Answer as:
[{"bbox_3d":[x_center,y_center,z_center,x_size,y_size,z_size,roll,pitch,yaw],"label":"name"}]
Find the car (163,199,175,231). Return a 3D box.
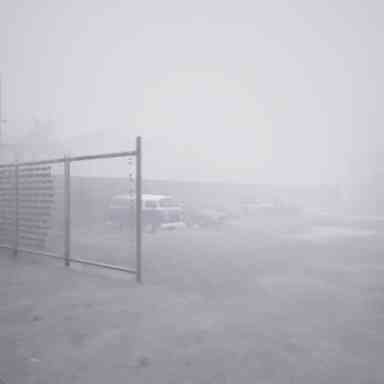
[{"bbox_3d":[0.013,1.413,21.789,1.789,1.547,3.705,0,0,36],"label":"car"}]

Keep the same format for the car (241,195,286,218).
[{"bbox_3d":[5.866,1.253,29.368,3.866,1.878,1.905,0,0,36],"label":"car"}]

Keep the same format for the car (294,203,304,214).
[{"bbox_3d":[8.567,1.358,32.712,4.611,1.667,2.242,0,0,36],"label":"car"}]

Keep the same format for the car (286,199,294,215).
[{"bbox_3d":[7.825,1.462,30.624,2.207,1.379,1.481,0,0,36],"label":"car"}]

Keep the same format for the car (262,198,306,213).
[{"bbox_3d":[9.811,1.427,35.721,4.193,1.474,1.816,0,0,36],"label":"car"}]

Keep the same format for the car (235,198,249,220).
[{"bbox_3d":[2.136,1.424,25.744,3.633,1.501,1.845,0,0,36],"label":"car"}]

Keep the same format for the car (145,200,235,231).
[{"bbox_3d":[-0.249,1.485,21.697,5.357,1.415,2.033,0,0,36],"label":"car"}]
